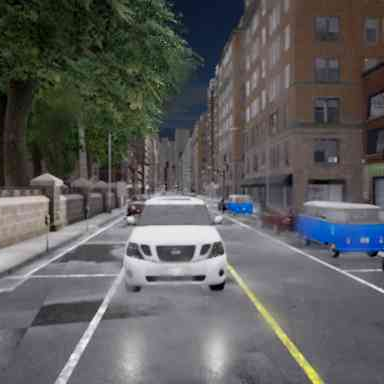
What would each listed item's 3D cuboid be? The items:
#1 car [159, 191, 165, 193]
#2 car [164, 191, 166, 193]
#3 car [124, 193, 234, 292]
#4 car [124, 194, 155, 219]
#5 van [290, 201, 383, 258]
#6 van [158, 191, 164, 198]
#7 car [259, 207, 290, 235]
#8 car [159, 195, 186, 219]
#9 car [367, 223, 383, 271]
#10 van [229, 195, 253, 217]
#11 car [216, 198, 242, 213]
[{"bbox_3d":[-7.256,1.074,72.006,1.752,1.417,4.829,0,0,-4],"label":"car"},{"bbox_3d":[-7.630,1.064,77.614,2.008,1.369,4.403,0,0,-4],"label":"car"},{"bbox_3d":[-0.480,1.170,9.185,2.150,2.045,5.566,0,0,-4],"label":"car"},{"bbox_3d":[-4.355,1.150,28.584,2.192,1.841,5.009,0,0,-4],"label":"car"},{"bbox_3d":[5.280,1.270,12.249,1.690,1.788,3.998,0,0,-4],"label":"van"},{"bbox_3d":[-8.721,0.757,93.929,1.690,1.788,3.998,0,0,-4],"label":"van"},{"bbox_3d":[4.903,1.441,17.898,1.887,1.381,4.507,0,0,-4],"label":"car"},{"bbox_3d":[-1.627,1.192,27.800,2.097,1.767,4.553,0,0,-4],"label":"car"},{"bbox_3d":[5.658,1.542,6.602,1.802,1.307,4.206,0,0,-4],"label":"car"},{"bbox_3d":[4.148,1.169,29.192,1.690,1.788,3.998,0,0,-4],"label":"van"},{"bbox_3d":[3.772,1.358,34.841,1.947,1.339,4.313,0,0,-4],"label":"car"}]
